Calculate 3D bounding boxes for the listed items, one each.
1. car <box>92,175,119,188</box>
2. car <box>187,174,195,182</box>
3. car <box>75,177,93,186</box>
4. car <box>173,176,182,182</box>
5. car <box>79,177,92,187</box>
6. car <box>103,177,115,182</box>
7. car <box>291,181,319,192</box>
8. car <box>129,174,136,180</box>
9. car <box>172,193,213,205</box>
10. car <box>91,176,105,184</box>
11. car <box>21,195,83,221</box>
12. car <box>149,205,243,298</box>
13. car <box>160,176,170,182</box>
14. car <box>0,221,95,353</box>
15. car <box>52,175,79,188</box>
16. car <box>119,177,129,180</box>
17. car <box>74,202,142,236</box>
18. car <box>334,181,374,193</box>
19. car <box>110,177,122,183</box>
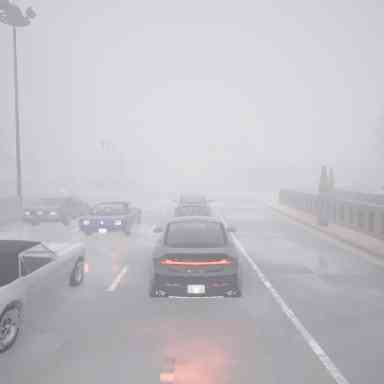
[{"bbox_3d":[-14.323,-1.726,55.239,2.150,2.045,5.566,0,3,0],"label":"car"},{"bbox_3d":[-0.407,-3.509,89.694,2.128,1.511,4.902,0,3,0],"label":"car"},{"bbox_3d":[-21.297,-2.102,65.691,1.882,1.535,5.008,0,3,0],"label":"car"},{"bbox_3d":[-3.901,-3.436,88.412,1.812,1.442,4.674,0,3,0],"label":"car"},{"bbox_3d":[-17.821,-1.623,58.940,2.033,1.411,5.357,0,3,0],"label":"car"},{"bbox_3d":[-21.389,-3.206,85.686,1.895,1.301,4.718,0,3,0],"label":"car"},{"bbox_3d":[15.021,-0.646,42.401,4.674,1.442,1.812,0,3,2],"label":"car"},{"bbox_3d":[-14.337,-2.653,74.798,1.882,1.535,5.008,0,3,0],"label":"car"},{"bbox_3d":[0.035,0.837,17.531,1.837,1.490,4.892,0,3,-1],"label":"car"},{"bbox_3d":[-21.342,-2.828,75.656,2.097,1.767,4.553,0,3,0],"label":"car"},{"bbox_3d":[-6.968,0.867,17.693,2.033,1.411,5.357,0,3,0],"label":"car"},{"bbox_3d":[0.070,1.337,8.152,1.837,1.490,4.892,0,2,0],"label":"car"},{"bbox_3d":[-7.401,-3.434,88.396,1.812,1.442,4.674,0,3,0],"label":"car"},{"bbox_3d":[-3.421,1.506,5.934,1.895,1.301,4.718,0,2,0],"label":"car"},{"bbox_3d":[-21.321,-1.752,55.686,2.150,2.045,5.566,0,3,0],"label":"car"},{"bbox_3d":[-14.321,-2.165,64.652,2.097,1.767,4.553,0,3,0],"label":"car"},{"bbox_3d":[-3.457,1.078,15.061,1.895,1.301,4.718,0,3,0],"label":"car"},{"bbox_3d":[18.464,-0.476,38.792,5.008,1.535,1.882,0,3,2],"label":"car"},{"bbox_3d":[-17.855,-2.805,78.548,1.994,1.385,4.181,0,3,0],"label":"car"}]
